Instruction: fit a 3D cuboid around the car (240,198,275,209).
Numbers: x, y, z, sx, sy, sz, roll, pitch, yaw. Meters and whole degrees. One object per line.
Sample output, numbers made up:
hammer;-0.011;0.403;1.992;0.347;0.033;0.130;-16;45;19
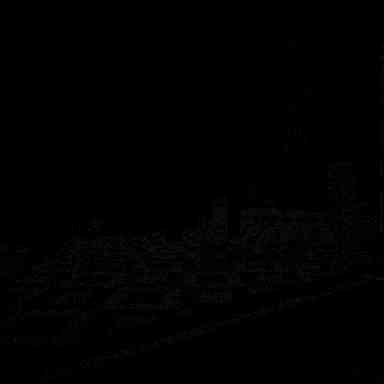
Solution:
car;7.755;1.494;41.981;1.887;1.381;4.507;2;-1;-36

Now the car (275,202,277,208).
car;11.381;1.705;51.543;1.752;1.417;4.829;2;-1;-36

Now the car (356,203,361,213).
car;18.365;1.489;31.770;1.882;1.535;5.008;2;-1;-36

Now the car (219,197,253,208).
car;6.323;1.516;48.563;2.128;1.511;4.902;2;-1;-36

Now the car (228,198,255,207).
car;8.280;1.733;55.861;2.008;1.369;4.403;2;-1;-36

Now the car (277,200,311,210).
car;14.680;1.742;46.947;1.947;1.339;4.313;2;-1;-36

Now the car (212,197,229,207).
car;4.654;1.478;46.301;1.752;1.417;4.829;2;-1;-36

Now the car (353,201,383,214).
car;21.080;1.735;38.033;1.947;1.339;4.313;2;-1;-36

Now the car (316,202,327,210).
car;17.880;1.754;42.490;1.802;1.307;4.206;2;-1;-36

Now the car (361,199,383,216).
car;17.340;1.380;28.635;1.967;1.590;4.097;2;-1;-37

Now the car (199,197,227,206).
car;3.598;1.660;57.735;2.033;1.411;5.357;2;-1;-35
